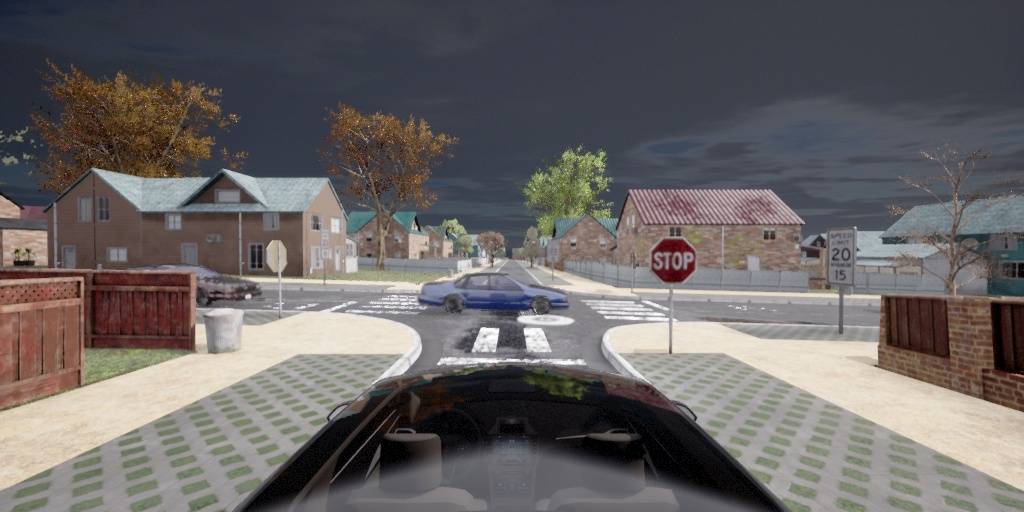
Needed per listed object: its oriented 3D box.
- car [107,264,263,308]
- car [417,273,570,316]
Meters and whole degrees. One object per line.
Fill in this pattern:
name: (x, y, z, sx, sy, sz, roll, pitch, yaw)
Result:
car: (-12.277, 1.012, 13.065, 5.357, 1.411, 2.033, 2, 1, 0)
car: (-0.659, 1.327, 13.130, 5.357, 1.411, 2.033, 1, 0, 0)
